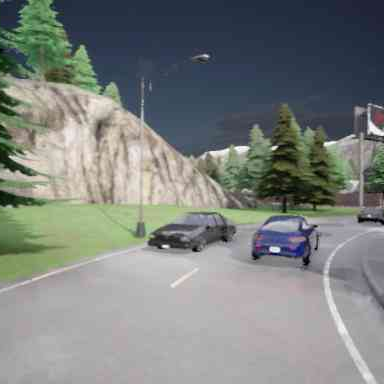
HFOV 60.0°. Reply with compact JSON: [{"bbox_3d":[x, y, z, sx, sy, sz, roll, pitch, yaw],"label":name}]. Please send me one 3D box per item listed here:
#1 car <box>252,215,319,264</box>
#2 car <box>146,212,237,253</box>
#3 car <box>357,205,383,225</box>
[{"bbox_3d":[3.472,1.572,12.062,1.812,1.442,4.674,0,0,25],"label":"car"},{"bbox_3d":[0.273,1.559,14.177,2.033,1.411,5.357,1,0,27],"label":"car"},{"bbox_3d":[14.569,1.743,25.831,4.181,1.385,1.994,1,0,-41],"label":"car"}]
